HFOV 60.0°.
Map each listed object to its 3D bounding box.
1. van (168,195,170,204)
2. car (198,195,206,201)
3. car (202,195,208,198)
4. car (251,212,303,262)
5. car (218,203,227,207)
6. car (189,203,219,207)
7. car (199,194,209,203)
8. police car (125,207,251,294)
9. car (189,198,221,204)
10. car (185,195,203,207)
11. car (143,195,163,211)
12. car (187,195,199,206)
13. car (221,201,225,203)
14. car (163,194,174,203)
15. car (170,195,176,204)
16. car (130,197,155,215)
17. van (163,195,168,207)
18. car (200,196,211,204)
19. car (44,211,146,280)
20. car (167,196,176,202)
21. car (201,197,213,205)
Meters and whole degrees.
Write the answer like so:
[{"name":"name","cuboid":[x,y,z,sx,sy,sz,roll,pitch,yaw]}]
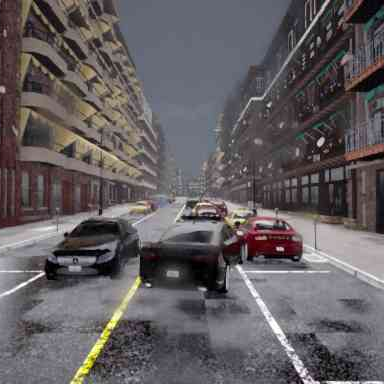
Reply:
[{"name":"van","cuboid":[-5.150,1.446,56.392,1.690,1.788,3.998,1,0,0]},{"name":"car","cuboid":[2.776,1.682,89.497,1.967,1.590,4.097,1,0,0]},{"name":"car","cuboid":[2.726,1.649,56.310,1.887,1.381,4.507,1,0,0]},{"name":"car","cuboid":[2.615,1.554,12.064,1.887,1.381,4.507,1,0,0]},{"name":"car","cuboid":[2.630,1.541,17.766,1.752,1.417,4.829,1,0,0]},{"name":"car","cuboid":[0.872,1.543,18.737,1.812,1.442,4.674,0,0,0]},{"name":"car","cuboid":[2.752,1.504,78.434,2.192,1.841,5.009,1,0,0]},{"name":"police car","cuboid":[0.299,1.431,9.119,1.930,1.638,5.238,0,0,15]},{"name":"car","cuboid":[0.888,1.482,24.931,1.801,1.575,5.366,0,0,0]},{"name":"car","cuboid":[0.125,1.550,45.590,1.882,1.535,5.008,0,0,0]},{"name":"car","cuboid":[-5.190,1.373,39.801,2.192,1.841,5.009,2,0,0]},{"name":"car","cuboid":[0.150,1.467,59.429,2.097,1.767,4.553,0,0,0]},{"name":"car","cuboid":[2.670,1.591,34.186,1.887,1.381,4.507,1,0,0]},{"name":"car","cuboid":[-5.107,1.482,72.982,2.192,1.841,5.009,1,0,0]},{"name":"car","cuboid":[-5.121,1.460,67.453,2.192,1.841,5.009,1,0,0]},{"name":"car","cuboid":[-5.210,1.571,34.099,1.752,1.417,4.829,2,0,0]},{"name":"van","cuboid":[-5.163,1.428,50.860,1.690,1.788,3.998,2,0,0]},{"name":"car","cuboid":[2.763,1.585,67.372,1.967,1.590,4.097,1,0,0]},{"name":"car","cuboid":[-2.725,1.532,10.075,1.812,1.442,4.674,0,0,0]},{"name":"car","cuboid":[-5.086,1.781,84.044,1.947,1.339,4.313,1,0,0]},{"name":"car","cuboid":[2.740,1.669,61.840,1.887,1.381,4.507,1,0,0]}]
